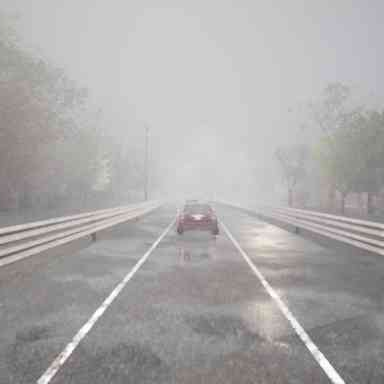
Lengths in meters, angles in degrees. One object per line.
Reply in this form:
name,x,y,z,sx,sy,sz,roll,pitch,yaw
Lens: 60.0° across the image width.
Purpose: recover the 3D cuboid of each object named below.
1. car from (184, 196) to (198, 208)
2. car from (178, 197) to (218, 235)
car,-0.220,1.485,50.754,1.882,1.535,5.008,1,0,-4
car,0.344,1.369,19.256,2.097,1.767,4.553,0,0,1
